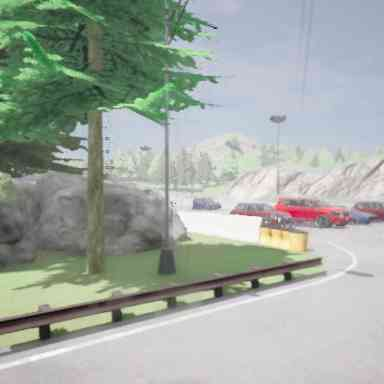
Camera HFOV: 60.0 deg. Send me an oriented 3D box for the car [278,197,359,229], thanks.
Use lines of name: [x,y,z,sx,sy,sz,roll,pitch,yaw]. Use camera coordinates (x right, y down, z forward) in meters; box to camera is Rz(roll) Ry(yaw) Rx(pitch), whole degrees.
car: [8.454,1.404,23.773,2.150,2.045,5.566,0,0,-36]

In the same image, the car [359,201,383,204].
car: [15.034,1.531,26.629,2.097,1.767,4.553,0,0,-36]

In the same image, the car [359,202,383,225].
car: [11.388,1.728,25.690,2.033,1.411,5.357,0,0,-36]

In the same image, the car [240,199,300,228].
car: [4.715,1.538,22.963,2.097,1.767,4.553,0,0,-36]
